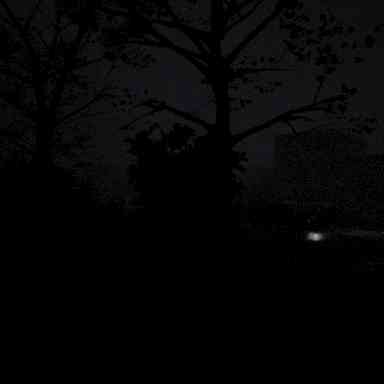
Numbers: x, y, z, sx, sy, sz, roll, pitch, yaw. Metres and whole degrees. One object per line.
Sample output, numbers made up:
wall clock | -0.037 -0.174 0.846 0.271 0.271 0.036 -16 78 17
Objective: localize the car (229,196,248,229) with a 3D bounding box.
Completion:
car | 0.583 1.272 19.845 2.435 2.045 5.566 -1 -1 43

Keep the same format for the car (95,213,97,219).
car | -7.755 1.661 27.290 1.946 1.575 5.366 -1 -1 43

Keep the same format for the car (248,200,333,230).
car | 6.054 1.509 21.438 5.008 1.535 1.882 0 -1 45

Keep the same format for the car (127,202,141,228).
car | -1.392 1.548 21.638 2.231 1.521 4.892 -1 -1 43

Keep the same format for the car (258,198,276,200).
car | 8.249 1.557 29.419 2.097 1.535 5.008 -1 -1 43

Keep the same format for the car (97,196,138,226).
car | -3.430 1.324 23.551 2.435 2.045 5.566 -1 -1 43

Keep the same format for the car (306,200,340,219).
car | 10.461 1.405 27.340 2.185 1.767 4.553 -1 -1 43

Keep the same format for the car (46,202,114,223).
car | -9.701 1.712 29.104 1.946 1.575 5.366 -2 -1 43

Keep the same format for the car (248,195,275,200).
car | 6.088 1.331 31.383 2.435 2.045 5.566 -1 -1 43
